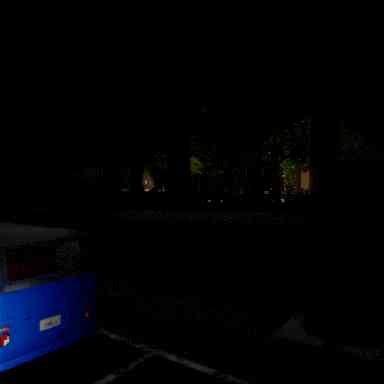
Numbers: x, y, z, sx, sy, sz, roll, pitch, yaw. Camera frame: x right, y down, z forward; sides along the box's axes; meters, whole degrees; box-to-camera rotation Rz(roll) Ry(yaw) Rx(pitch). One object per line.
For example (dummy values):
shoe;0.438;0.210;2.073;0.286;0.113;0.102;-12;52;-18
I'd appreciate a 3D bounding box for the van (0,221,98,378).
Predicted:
van;-3.226;1.356;5.121;3.998;1.788;1.690;0;-1;35
